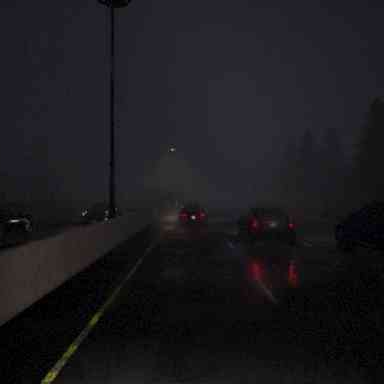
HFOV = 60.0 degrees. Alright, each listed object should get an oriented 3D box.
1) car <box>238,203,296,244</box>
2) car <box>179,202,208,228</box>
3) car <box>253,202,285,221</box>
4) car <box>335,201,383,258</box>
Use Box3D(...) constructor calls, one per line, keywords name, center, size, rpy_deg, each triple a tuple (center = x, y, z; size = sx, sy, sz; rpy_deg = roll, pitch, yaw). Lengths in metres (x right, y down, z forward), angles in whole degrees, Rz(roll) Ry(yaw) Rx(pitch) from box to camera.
Box3D(name="car", center=(3.597, 1.510, 16.818), size=(2.097, 1.767, 4.553), rpy_deg=(0, -1, 0))
Box3D(name="car", center=(0.095, 1.730, 24.166), size=(2.163, 1.488, 4.792), rpy_deg=(0, -1, 0))
Box3D(name="car", center=(7.094, 1.769, 31.098), size=(1.882, 1.535, 5.008), rpy_deg=(0, -1, 0))
Box3D(name="car", center=(7.099, 1.332, 11.650), size=(2.150, 2.045, 5.566), rpy_deg=(0, -1, 0))
